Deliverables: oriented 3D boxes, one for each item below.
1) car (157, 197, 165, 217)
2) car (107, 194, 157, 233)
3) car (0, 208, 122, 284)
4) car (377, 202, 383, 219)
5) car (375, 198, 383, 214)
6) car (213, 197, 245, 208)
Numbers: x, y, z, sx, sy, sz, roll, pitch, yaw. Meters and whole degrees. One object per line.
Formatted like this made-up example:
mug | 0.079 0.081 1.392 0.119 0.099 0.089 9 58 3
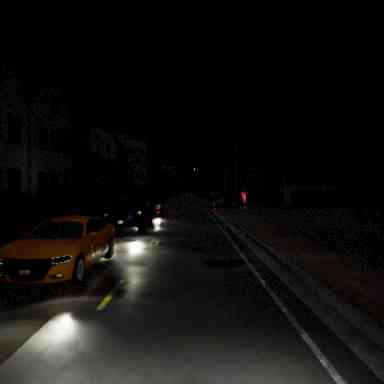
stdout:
car | -3.560 1.242 29.464 2.097 1.767 4.553 0 0 0
car | -3.596 1.149 19.573 2.150 2.045 5.566 0 0 0
car | -3.601 1.443 9.643 1.882 1.535 5.008 0 0 0
car | 15.420 1.401 23.916 2.007 1.523 4.514 0 0 0
car | 19.063 1.309 30.975 1.970 1.475 3.806 0 0 0
car | 4.967 1.478 44.781 4.674 1.442 1.812 3 -2 -29
